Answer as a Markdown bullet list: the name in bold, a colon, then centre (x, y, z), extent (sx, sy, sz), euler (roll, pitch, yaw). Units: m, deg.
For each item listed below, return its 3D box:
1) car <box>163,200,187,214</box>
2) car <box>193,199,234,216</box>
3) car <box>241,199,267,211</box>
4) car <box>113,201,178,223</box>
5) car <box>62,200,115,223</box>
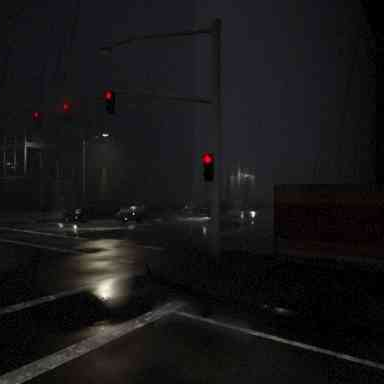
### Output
- **car**: centre (-2.469, 1.560, 33.498), extent (1.837, 1.490, 4.892), euler (0, 0, 36)
- **car**: centre (1.995, 1.533, 33.717), extent (1.882, 1.535, 5.008), euler (0, 0, 35)
- **car**: centre (7.968, 1.581, 42.034), extent (1.812, 1.442, 4.674), euler (0, 0, 36)
- **car**: centre (-3.525, 1.656, 26.016), extent (1.895, 1.301, 4.718), euler (0, 0, 36)
- **car**: centre (-7.789, 1.407, 26.068), extent (2.097, 1.767, 4.553), euler (0, 0, 36)
